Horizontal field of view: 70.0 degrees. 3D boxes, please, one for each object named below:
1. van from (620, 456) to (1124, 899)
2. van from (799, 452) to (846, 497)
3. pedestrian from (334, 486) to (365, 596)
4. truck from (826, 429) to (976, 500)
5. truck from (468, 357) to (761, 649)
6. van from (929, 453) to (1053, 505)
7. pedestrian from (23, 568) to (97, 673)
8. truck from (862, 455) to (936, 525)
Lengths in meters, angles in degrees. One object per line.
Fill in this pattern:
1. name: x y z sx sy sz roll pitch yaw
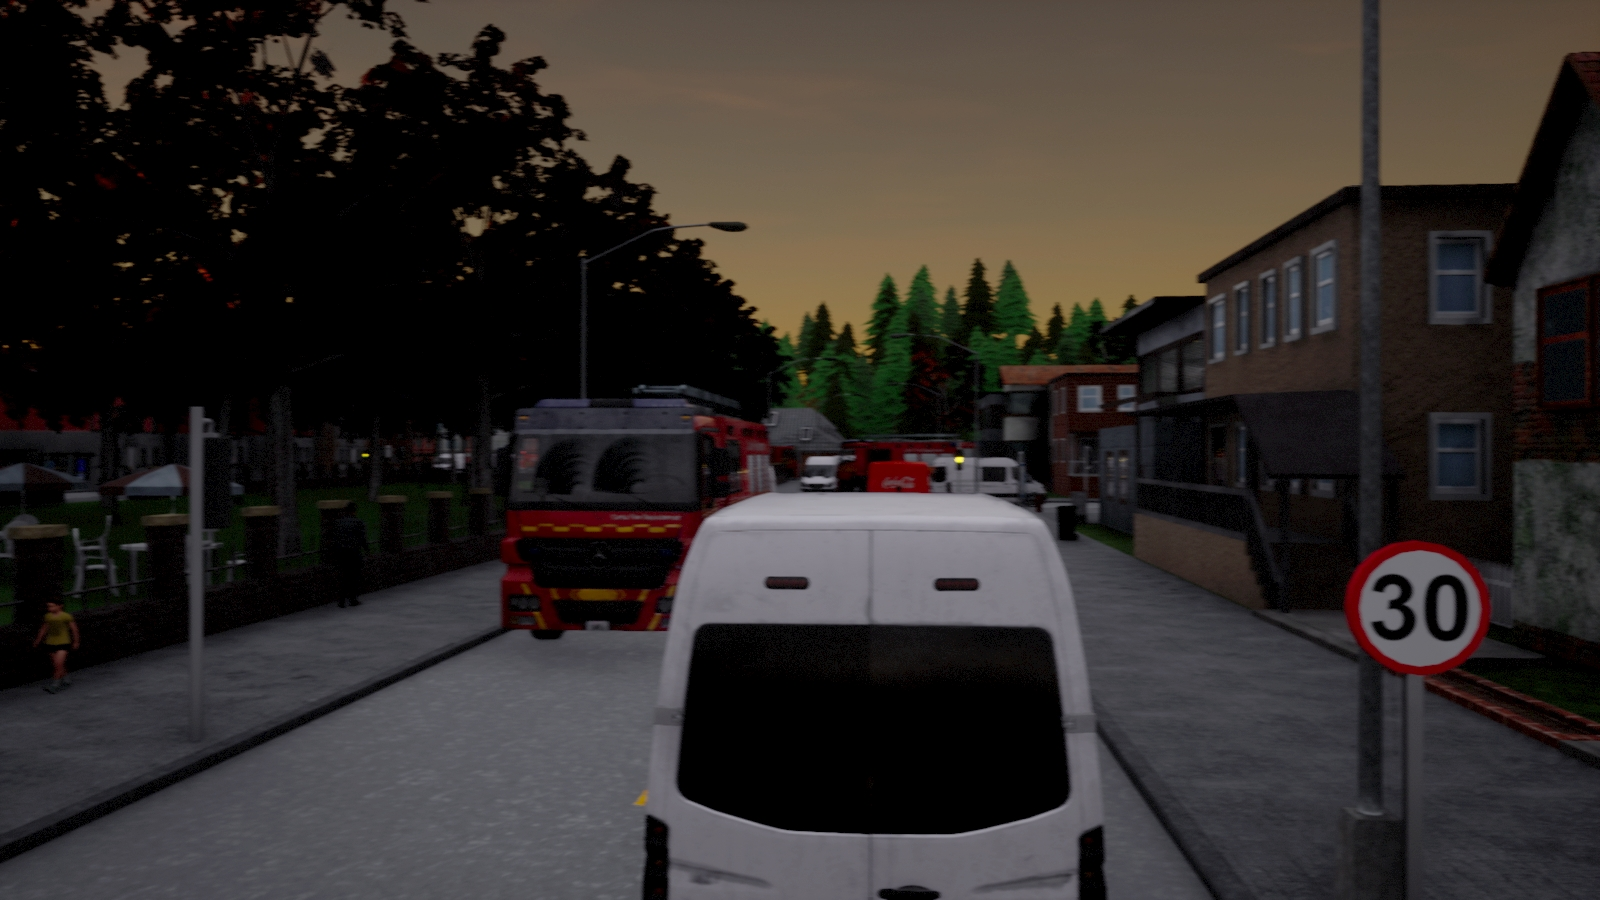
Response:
1. van: 0.476 1.330 7.470 1.988 2.561 5.915 0 0 4
2. van: 1.404 1.448 68.754 1.988 2.561 5.915 0 -1 9
3. pedestrian: -7.733 1.549 19.620 0.375 1.860 0.375 0 0 5
4. truck: 5.698 0.802 65.650 8.468 3.827 2.891 0 0 41
5. truck: -2.617 0.703 19.345 2.891 3.827 8.468 0 0 5
6. van: 9.706 1.438 58.091 5.915 2.561 1.988 0 -1 -19
7. pedestrian: -8.322 1.907 12.860 0.500 1.100 0.500 0 0 4
8. truck: 3.790 1.440 43.701 2.627 2.467 5.204 0 0 5
